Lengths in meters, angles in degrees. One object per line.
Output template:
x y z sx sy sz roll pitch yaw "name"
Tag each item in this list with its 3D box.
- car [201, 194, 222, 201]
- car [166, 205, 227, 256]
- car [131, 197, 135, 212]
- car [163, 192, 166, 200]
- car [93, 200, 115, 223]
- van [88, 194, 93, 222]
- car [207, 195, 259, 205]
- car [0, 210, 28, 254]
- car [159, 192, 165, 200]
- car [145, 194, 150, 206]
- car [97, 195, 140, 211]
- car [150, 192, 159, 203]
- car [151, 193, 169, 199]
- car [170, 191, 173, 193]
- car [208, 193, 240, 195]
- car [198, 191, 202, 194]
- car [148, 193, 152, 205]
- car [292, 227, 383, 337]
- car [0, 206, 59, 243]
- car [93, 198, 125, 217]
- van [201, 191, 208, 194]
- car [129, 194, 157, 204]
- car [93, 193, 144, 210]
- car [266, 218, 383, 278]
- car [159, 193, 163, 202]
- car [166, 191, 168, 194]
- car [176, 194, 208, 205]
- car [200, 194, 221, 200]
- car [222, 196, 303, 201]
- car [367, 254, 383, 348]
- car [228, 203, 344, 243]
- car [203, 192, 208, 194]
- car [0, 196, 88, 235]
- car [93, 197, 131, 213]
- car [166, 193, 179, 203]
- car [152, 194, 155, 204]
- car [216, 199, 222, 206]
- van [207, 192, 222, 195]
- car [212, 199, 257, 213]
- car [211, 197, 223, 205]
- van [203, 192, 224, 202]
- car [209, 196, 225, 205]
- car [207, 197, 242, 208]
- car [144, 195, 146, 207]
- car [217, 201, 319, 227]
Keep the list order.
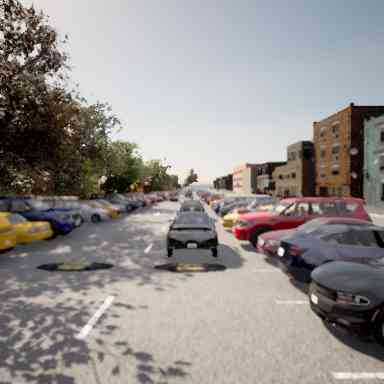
4.569 1.284 77.936 4.792 1.488 2.163 0 0 0 "car"
0.021 1.526 13.307 2.128 1.511 4.902 0 0 0 "car"
-8.568 1.484 33.372 4.792 1.488 2.163 0 0 0 "car"
-8.726 1.295 69.454 5.366 1.575 1.946 0 0 0 "car"
-8.542 1.520 25.019 4.674 1.452 2.002 0 0 0 "car"
-8.423 1.269 19.449 4.442 1.987 1.878 0 0 0 "van"
4.725 1.432 38.969 5.366 1.575 1.946 0 0 0 "car"
-8.534 1.518 10.971 5.008 1.535 2.097 0 0 0 "car"
-8.546 1.312 66.794 5.008 1.535 2.097 0 0 0 "car"
-8.535 1.414 44.513 5.008 1.535 2.097 0 0 0 "car"
-8.509 1.309 38.943 4.553 1.767 2.185 0 0 0 "car"
-8.512 1.127 52.869 5.566 2.045 2.435 0 0 0 "car"
-8.509 1.070 89.073 4.553 1.767 2.185 0 0 0 "car"
-8.569 0.959 86.287 5.566 2.045 2.435 0 0 0 "car"
4.571 1.299 41.752 4.553 1.767 2.185 0 0 0 "car"
4.568 1.046 69.585 5.566 2.045 2.435 0 0 0 "car"
-8.508 1.277 47.297 4.553 1.767 2.185 0 0 0 "car"
4.545 1.515 5.563 5.008 1.535 2.097 0 0 0 "car"
-8.725 1.507 13.879 5.366 1.575 1.946 0 0 0 "car"
-8.545 1.471 27.804 5.008 1.535 2.097 0 0 0 "car"
4.656 1.086 66.802 4.442 1.987 1.878 0 0 0 "van"
-8.572 1.228 58.439 4.553 1.767 2.185 0 0 0 "car"
-8.512 1.194 36.159 5.566 2.045 2.435 0 0 0 "car"
4.569 1.550 8.351 4.792 1.488 2.163 0 0 0 "car"
-8.510 1.355 64.008 4.792 1.488 2.163 0 0 0 "car"
-8.569 1.032 72.237 5.566 2.045 2.435 0 0 0 "car"
0.020 1.341 28.345 2.097 1.767 4.553 0 0 0 "car"
4.725 1.208 86.285 5.366 1.575 1.946 0 0 0 "car"
4.571 1.362 22.144 4.553 1.767 2.185 0 0 0 "car"
4.546 1.502 2.774 5.008 1.535 2.097 0 0 0 "car"
4.545 1.502 16.703 5.008 1.535 2.097 0 0 0 "car"
4.571 1.241 55.668 4.553 1.767 2.185 0 0 0 "car"
-8.511 1.251 16.663 5.566 2.045 2.435 0 0 0 "car"
-8.546 1.464 30.589 4.892 1.521 2.231 0 0 0 "car"
-3.515 1.440 65.193 1.895 1.301 4.718 0 0 0 "car"
-8.545 1.391 50.083 5.008 1.535 2.097 0 0 0 "car"
4.534 1.481 25.052 4.892 1.521 2.231 0 0 0 "car"
4.657 1.189 44.472 4.442 1.987 1.878 0 0 0 "van"
4.537 1.485 36.186 4.674 1.452 2.002 0 0 0 "car"
4.535 1.463 30.619 5.008 1.535 2.097 0 0 0 "car"
4.656 1.058 72.244 4.442 1.987 1.878 0 0 0 "van"
4.545 1.454 33.402 5.008 1.535 2.097 0 0 0 "car"
4.569 1.433 47.320 4.792 1.488 2.163 0 0 0 "car"
-8.543 1.464 41.729 4.674 1.452 2.002 0 0 0 "car"
4.355 1.492 19.486 5.366 1.575 1.946 0 0 0 "car"
